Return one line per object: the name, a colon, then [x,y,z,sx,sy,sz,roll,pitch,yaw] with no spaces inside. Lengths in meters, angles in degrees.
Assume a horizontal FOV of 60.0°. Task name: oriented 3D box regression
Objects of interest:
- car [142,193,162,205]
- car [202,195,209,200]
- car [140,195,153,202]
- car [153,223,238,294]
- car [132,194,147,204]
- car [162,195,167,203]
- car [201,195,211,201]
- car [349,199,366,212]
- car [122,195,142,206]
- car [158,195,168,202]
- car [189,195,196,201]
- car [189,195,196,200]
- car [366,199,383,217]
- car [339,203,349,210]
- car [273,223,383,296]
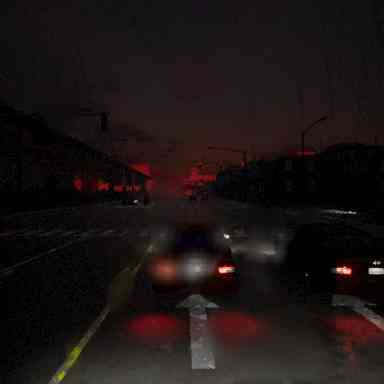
car: [-6.974,1.221,57.564,2.150,2.045,5.566,0,0,0]
car: [3.685,1.524,93.968,1.812,1.442,4.674,0,0,0]
car: [-10.350,1.525,76.116,2.128,1.511,4.902,0,0,0]
car: [0.086,1.547,8.920,2.033,1.411,5.357,0,0,0]
car: [-10.397,1.354,66.093,2.097,1.767,4.553,0,0,1]
car: [-6.878,1.547,67.805,2.033,1.411,5.357,0,0,0]
car: [3.666,1.553,84.154,1.994,1.385,4.181,0,0,0]
car: [20.032,1.564,36.343,4.181,1.385,1.994,0,0,0]
car: [-10.474,1.547,56.697,2.033,1.411,5.357,0,0,0]
car: [-6.846,1.500,78.069,1.837,1.490,4.892,0,0,0]
car: [0.164,1.540,83.204,2.033,1.411,5.357,0,0,0]
car: [0.184,1.500,93.713,1.837,1.490,4.892,0,0,0]
car: [18.497,1.477,29.203,5.008,1.535,1.882,0,0,1]
car: [20.614,1.547,39.847,5.357,1.411,2.033,0,0,0]
car: [3.578,1.547,8.814,2.033,1.411,5.357,0,0,2]
